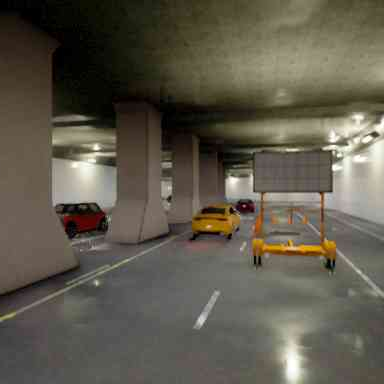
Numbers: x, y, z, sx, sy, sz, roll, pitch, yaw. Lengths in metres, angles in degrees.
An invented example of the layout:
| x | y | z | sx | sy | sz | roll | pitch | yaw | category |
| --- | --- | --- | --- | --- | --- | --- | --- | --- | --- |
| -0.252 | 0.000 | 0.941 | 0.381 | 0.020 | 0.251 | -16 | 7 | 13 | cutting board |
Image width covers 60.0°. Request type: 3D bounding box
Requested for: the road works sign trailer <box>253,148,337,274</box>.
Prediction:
| x | y | z | sx | sy | sz | roll | pitch | yaw | category |
| --- | --- | --- | --- | --- | --- | --- | --- | --- | --- |
| 3.169 | 0.432 | 10.608 | 2.380 | 3.560 | 2.880 | 0 | 0 | 14 | road works sign trailer |

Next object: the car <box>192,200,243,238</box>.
| x | y | z | sx | sy | sz | roll | pitch | yaw | category |
| --- | --- | --- | --- | --- | --- | --- | --- | --- | --- |
| 1.368 | 1.426 | 17.475 | 1.882 | 1.535 | 5.008 | 0 | 0 | 14 | car |

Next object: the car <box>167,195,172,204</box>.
| x | y | z | sx | sy | sz | roll | pitch | yaw | category |
| --- | --- | --- | --- | --- | --- | --- | --- | --- | --- |
| -3.565 | 1.328 | 61.185 | 1.837 | 1.490 | 4.892 | 0 | 0 | -5 | car |

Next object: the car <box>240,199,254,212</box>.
| x | y | z | sx | sy | sz | roll | pitch | yaw | category |
| --- | --- | --- | --- | --- | --- | --- | --- | --- | --- |
| 5.846 | 1.453 | 36.770 | 1.994 | 1.385 | 4.181 | 0 | 0 | 10 | car |

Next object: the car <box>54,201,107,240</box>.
| x | y | z | sx | sy | sz | roll | pitch | yaw | category |
| --- | --- | --- | --- | --- | --- | --- | --- | --- | --- |
| -6.203 | 1.306 | 16.878 | 2.097 | 1.767 | 4.553 | 0 | 0 | 14 | car |
